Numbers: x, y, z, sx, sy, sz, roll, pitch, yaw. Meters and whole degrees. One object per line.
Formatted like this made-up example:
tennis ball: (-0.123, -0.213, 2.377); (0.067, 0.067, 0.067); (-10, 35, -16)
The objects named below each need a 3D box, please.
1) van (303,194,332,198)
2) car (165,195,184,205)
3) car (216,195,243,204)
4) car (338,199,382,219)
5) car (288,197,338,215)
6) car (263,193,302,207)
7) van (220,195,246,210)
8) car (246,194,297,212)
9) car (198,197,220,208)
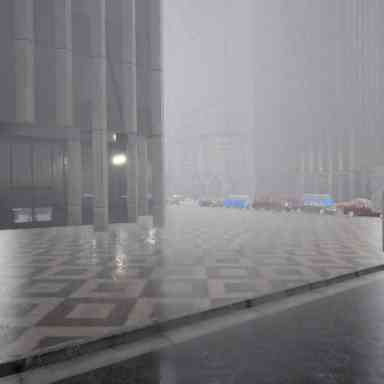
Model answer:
van: (16.025, 1.179, 42.825); (1.690, 1.788, 3.998); (-1, 1, -36)
car: (-3.776, 1.440, 55.855); (2.008, 1.369, 4.403); (-1, 1, -36)
car: (6.291, 1.297, 56.451); (1.752, 1.417, 4.829); (-1, 1, -36)
car: (15.509, 1.567, 28.890); (1.887, 1.381, 4.507); (-1, 1, -36)
car: (12.295, 1.550, 33.384); (2.008, 1.369, 4.403); (-1, 1, -36)
car: (12.812, 1.131, 47.320); (2.192, 1.841, 5.009); (-1, 1, -36)
van: (5.865, 1.295, 42.371); (1.690, 1.788, 3.998); (-1, 1, -36)
car: (9.079, 1.291, 37.876); (2.192, 1.841, 5.009); (-1, 1, -36)
car: (2.652, 1.372, 46.865); (1.967, 1.590, 4.097); (-1, 1, -36)
